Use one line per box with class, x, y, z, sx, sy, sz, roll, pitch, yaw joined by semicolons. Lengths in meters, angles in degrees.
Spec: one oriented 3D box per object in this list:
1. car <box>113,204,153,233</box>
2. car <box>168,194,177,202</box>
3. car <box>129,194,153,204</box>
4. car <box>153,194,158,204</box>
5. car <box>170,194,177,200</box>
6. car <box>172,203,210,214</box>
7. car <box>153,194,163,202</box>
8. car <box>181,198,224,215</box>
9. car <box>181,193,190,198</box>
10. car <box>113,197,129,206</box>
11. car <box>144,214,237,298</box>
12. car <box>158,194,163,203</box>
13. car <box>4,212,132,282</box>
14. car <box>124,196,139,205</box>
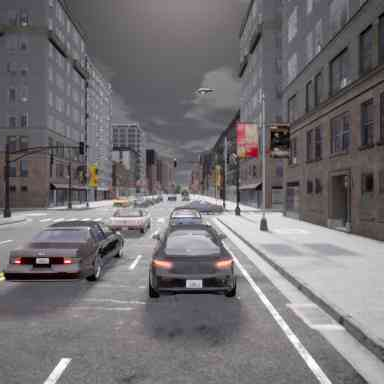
car;-3.513;1.606;19.432;1.895;1.301;4.718;0;0;-1
car;-4.847;1.500;80.285;1.882;1.535;5.008;0;0;-1
car;-7.577;1.512;50.021;2.128;1.511;4.902;0;0;-1
car;-7.748;1.515;59.374;2.128;1.511;4.902;0;0;-1
car;-5.058;1.395;90.702;1.837;1.490;4.892;0;0;-1
car;-0.333;1.552;18.016;2.033;1.411;5.357;0;0;-1
car;-8.081;1.368;79.475;2.097;1.767;4.553;0;0;-1
car;1.166;1.577;33.846;4.181;1.385;1.994;0;0;-1
car;-1.606;1.618;80.797;1.895;1.301;4.718;0;0;-1
car;-10.859;1.499;51.494;1.882;1.535;5.008;0;0;-1
car;-0.038;1.527;8.429;1.812;1.442;4.674;0;0;-2
car;-7.874;1.551;69.244;2.128;1.511;4.902;0;0;-1
car;-3.314;1.549;9.767;2.033;1.411;5.357;0;0;-1
car;-11.011;1.550;60.716;1.812;1.442;4.674;0;0;-1
